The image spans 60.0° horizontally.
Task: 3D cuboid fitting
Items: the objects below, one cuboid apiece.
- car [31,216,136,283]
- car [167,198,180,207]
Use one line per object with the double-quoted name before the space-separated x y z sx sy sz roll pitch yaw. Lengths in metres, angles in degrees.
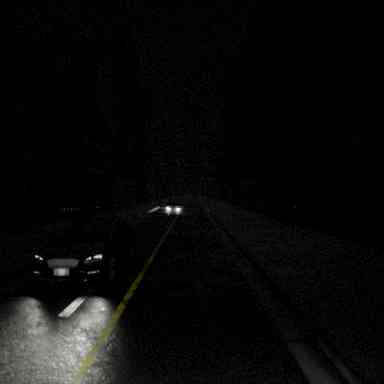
"car" -2.846 1.481 9.695 2.128 1.511 4.902 0 0 0
"car" -2.806 1.581 51.137 1.895 1.301 4.718 0 0 0
